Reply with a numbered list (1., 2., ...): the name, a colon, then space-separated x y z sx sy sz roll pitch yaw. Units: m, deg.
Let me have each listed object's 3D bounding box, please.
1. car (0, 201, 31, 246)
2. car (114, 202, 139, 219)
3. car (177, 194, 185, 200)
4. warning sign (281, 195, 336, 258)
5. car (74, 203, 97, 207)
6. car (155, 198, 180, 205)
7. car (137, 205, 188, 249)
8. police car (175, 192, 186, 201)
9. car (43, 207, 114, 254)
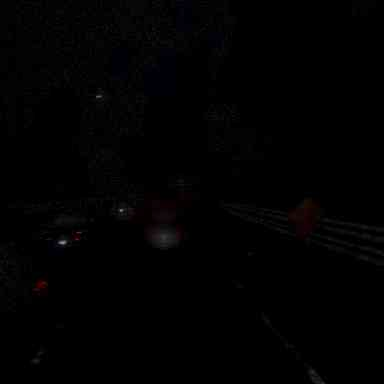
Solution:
1. car: -8.045 1.303 12.390 2.150 2.045 5.566 -1 0 -5
2. car: -5.806 1.558 29.100 1.994 1.385 4.181 -1 0 -3
3. car: -3.003 1.289 91.245 1.801 1.575 5.366 -1 0 1
4. warning sign: 3.642 1.025 10.489 1.300 1.860 1.060 -1 0 -5
5. car: -9.307 1.611 29.022 1.994 1.385 4.181 -1 0 -3
6. car: -2.331 1.504 29.595 1.994 1.385 4.181 -1 0 -3
7. car: -1.181 1.495 14.424 1.812 1.442 4.674 -1 0 -5
8. police car: -3.071 1.272 81.291 1.930 1.638 5.238 -1 0 0
9. car: -4.638 1.550 13.729 1.812 1.442 4.674 -1 0 -5
